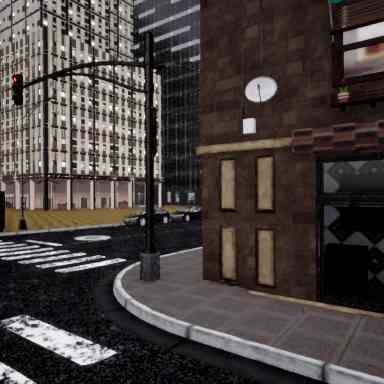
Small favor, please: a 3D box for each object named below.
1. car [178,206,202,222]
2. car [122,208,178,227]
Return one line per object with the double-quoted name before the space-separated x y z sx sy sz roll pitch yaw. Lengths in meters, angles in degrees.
"car" -0.272 1.975 30.474 2.008 1.369 4.403 -2 -2 35
"car" -3.481 1.893 25.922 2.008 1.369 4.403 -2 -2 35
